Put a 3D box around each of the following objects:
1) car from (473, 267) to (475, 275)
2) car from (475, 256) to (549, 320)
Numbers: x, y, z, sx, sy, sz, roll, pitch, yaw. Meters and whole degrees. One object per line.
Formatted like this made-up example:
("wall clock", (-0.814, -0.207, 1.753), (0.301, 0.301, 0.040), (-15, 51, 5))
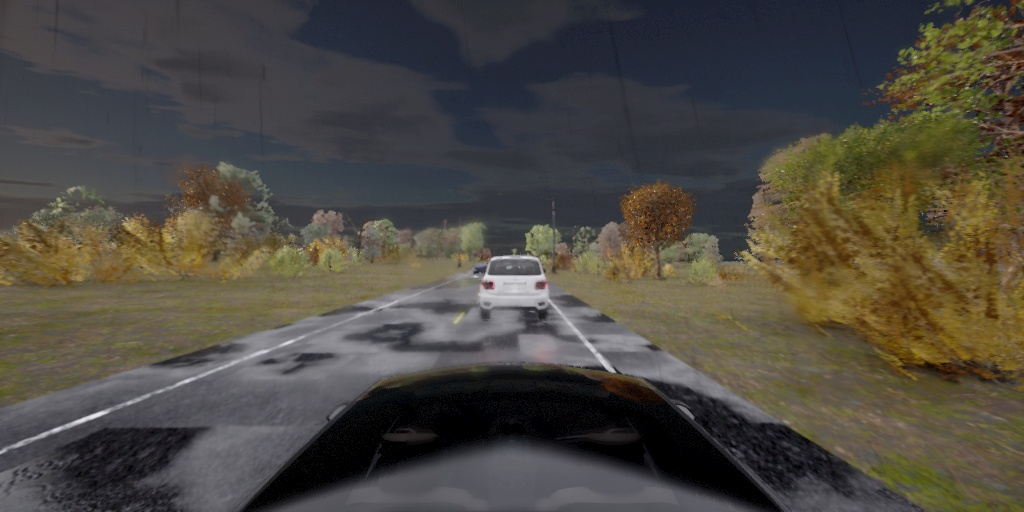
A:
("car", (-3.572, 1.540, 43.092), (2.033, 1.411, 5.357), (0, 0, 0))
("car", (0.092, 1.034, 13.092), (2.150, 2.045, 5.566), (0, -1, 0))
